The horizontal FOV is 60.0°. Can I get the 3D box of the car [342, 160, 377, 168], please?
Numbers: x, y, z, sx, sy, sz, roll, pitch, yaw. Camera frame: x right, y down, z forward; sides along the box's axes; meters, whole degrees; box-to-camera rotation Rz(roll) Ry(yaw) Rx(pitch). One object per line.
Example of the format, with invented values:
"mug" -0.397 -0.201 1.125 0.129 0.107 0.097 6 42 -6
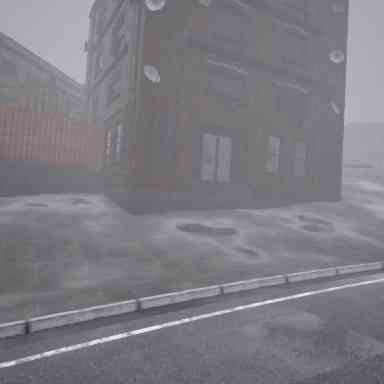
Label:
"car" 20.958 -3.282 42.379 4.553 1.767 2.185 2 -3 14
